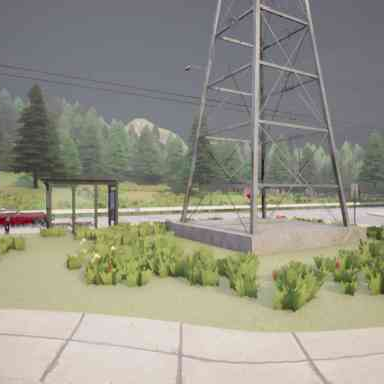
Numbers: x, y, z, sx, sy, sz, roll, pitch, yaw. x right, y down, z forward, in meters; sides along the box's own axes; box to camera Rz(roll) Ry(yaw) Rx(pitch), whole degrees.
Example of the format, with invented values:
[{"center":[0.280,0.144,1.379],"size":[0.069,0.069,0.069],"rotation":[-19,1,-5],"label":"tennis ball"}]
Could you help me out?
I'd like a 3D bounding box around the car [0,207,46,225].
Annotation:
[{"center":[-11.276,1.600,20.986],"size":[4.718,1.301,1.895],"rotation":[0,0,-28],"label":"car"}]
